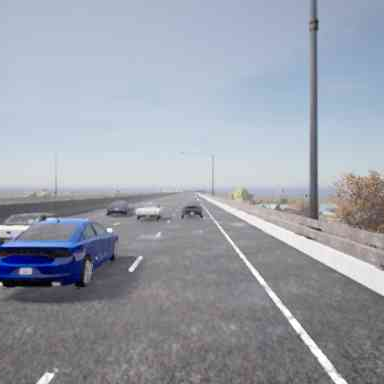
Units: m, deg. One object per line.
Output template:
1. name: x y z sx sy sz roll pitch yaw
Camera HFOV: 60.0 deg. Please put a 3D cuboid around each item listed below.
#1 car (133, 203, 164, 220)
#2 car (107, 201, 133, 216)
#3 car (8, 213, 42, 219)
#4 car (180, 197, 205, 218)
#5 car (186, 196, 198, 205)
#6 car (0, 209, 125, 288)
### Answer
1. car: -3.399 1.567 27.829 1.895 1.301 4.718 0 0 0
2. car: -6.899 1.524 32.437 1.994 1.385 4.181 0 0 0
3. car: -6.899 1.584 14.837 1.895 1.301 4.718 0 0 0
4. car: 0.030 1.503 29.685 1.837 1.490 4.892 0 0 1
5. car: 0.003 1.489 58.107 2.033 1.411 5.357 0 0 0
6. car: -3.398 1.467 9.277 1.882 1.535 5.008 0 0 0
